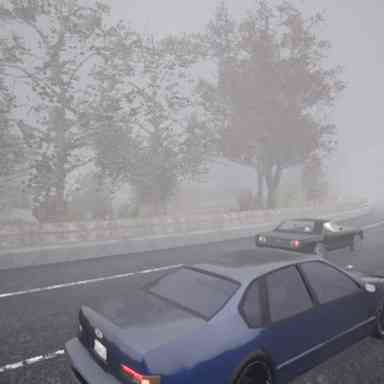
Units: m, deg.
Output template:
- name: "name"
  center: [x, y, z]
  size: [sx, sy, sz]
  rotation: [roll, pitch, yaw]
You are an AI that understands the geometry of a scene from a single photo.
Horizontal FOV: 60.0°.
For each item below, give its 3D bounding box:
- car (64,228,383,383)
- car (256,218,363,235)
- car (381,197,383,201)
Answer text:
- name: "car"
  center: [1.104, 1.551, 4.741]
  size: [5.357, 1.411, 2.033]
  rotation: [0, 0, -38]
- name: "car"
  center: [4.450, 1.601, 12.102]
  size: [4.718, 1.301, 1.895]
  rotation: [0, 0, -42]
- name: "car"
  center: [46.531, 1.503, 78.496]
  size: [1.895, 1.301, 4.718]
  rotation: [0, 0, 7]
